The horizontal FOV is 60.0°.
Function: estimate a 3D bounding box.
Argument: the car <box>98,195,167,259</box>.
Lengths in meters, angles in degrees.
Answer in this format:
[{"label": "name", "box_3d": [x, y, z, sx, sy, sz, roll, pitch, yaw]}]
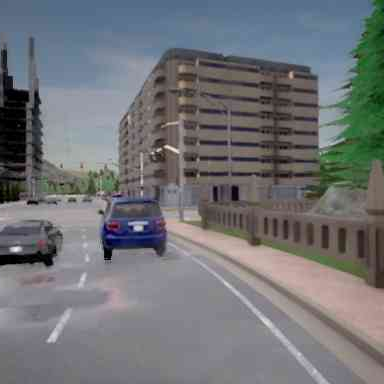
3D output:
[{"label": "car", "box_3d": [-2.468, 1.266, 13.202, 2.150, 2.045, 5.566, 0, 0, -16]}]

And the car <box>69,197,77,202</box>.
[{"label": "car", "box_3d": [-32.172, 1.952, 89.883, 1.994, 1.385, 4.181, 0, 0, -19]}]

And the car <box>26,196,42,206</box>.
[{"label": "car", "box_3d": [-31.104, 1.939, 65.055, 1.895, 1.301, 4.718, 0, 0, -19]}]

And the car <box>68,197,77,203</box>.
[{"label": "car", "box_3d": [-28.889, 1.886, 80.251, 2.128, 1.511, 4.902, 0, 0, -19]}]

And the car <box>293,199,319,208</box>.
[{"label": "car", "box_3d": [16.808, 1.551, 47.846, 4.892, 1.490, 1.837, 0, 0, -19]}]

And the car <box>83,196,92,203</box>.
[{"label": "car", "box_3d": [-25.613, 1.891, 81.490, 1.994, 1.385, 4.181, 0, 0, -19]}]

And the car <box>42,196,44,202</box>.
[{"label": "car", "box_3d": [-36.344, 1.739, 80.424, 2.097, 1.767, 4.553, 0, 0, -19]}]

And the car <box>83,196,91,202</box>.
[{"label": "car", "box_3d": [-28.859, 1.920, 91.014, 2.033, 1.411, 5.357, 0, 0, -19]}]

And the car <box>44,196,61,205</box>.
[{"label": "car", "box_3d": [-27.802, 1.825, 66.216, 1.837, 1.490, 4.892, 0, 0, -19]}]

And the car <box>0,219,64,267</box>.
[{"label": "car", "box_3d": [-5.621, 1.626, 11.491, 1.994, 1.385, 4.181, 0, 0, -16]}]
